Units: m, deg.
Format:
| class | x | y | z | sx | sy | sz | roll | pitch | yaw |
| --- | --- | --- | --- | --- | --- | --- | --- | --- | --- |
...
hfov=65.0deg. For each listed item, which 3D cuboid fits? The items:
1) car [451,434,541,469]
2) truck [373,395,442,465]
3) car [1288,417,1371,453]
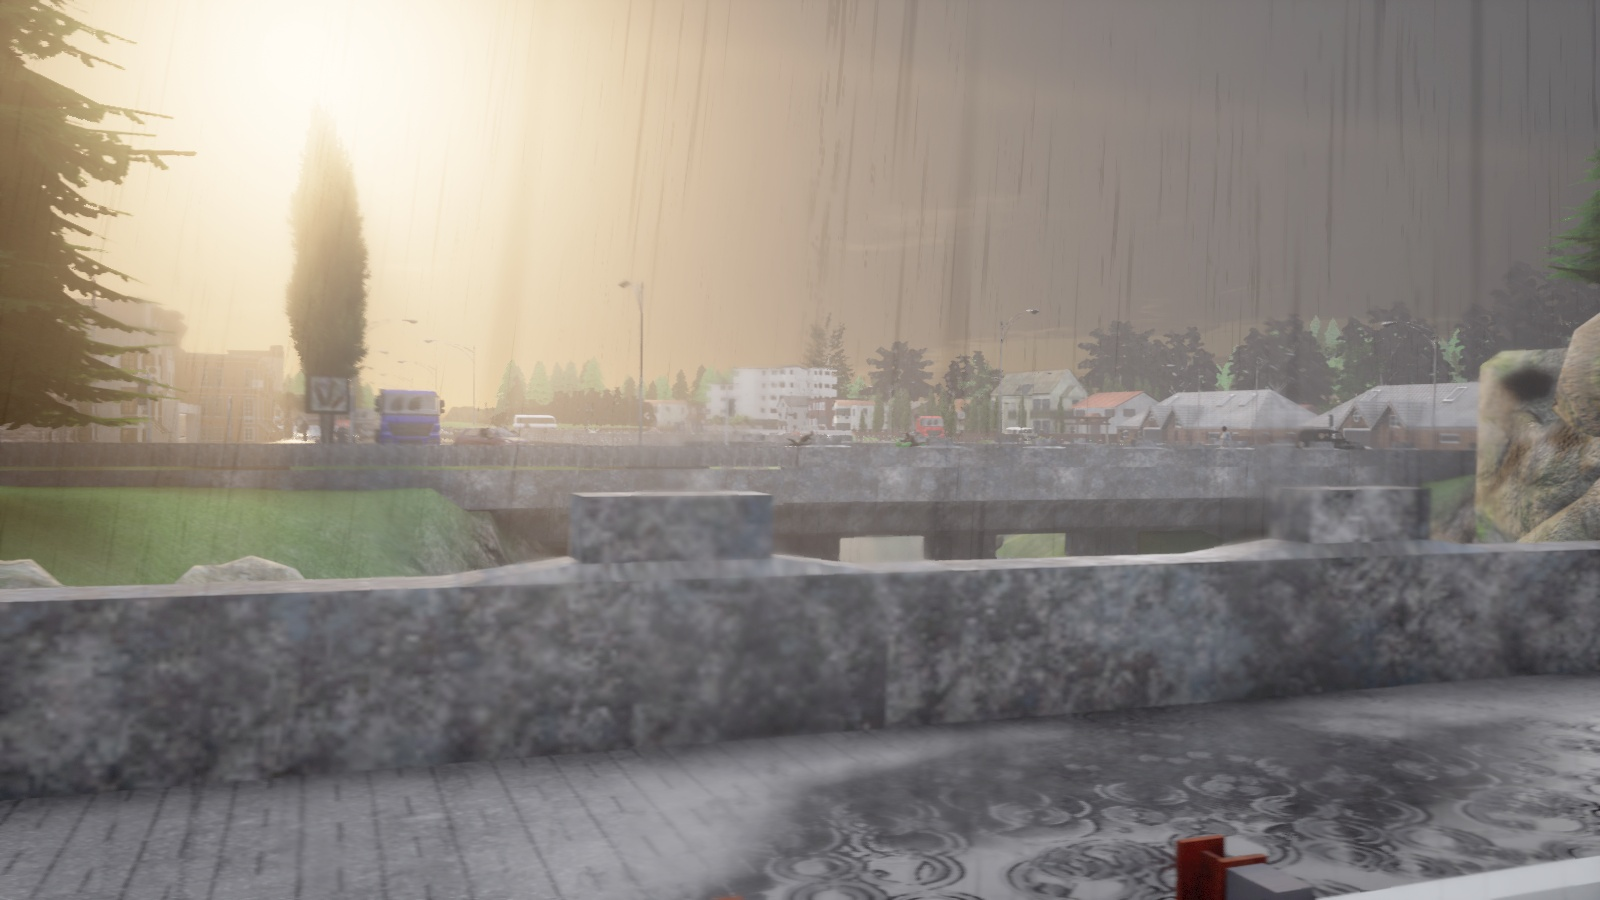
| class | x | y | z | sx | sy | sz | roll | pitch | yaw |
| --- | --- | --- | --- | --- | --- | --- | --- | --- | --- |
| car | -13.472 | 0.052 | 55.610 | 3.633 | 1.501 | 1.845 | 0 | 1 | 32 |
| truck | -20.931 | -1.043 | 66.735 | 2.891 | 3.462 | 7.936 | -1 | 1 | -21 |
| car | 28.474 | -0.812 | 67.504 | 3.866 | 1.878 | 1.905 | -1 | 1 | -21 |
